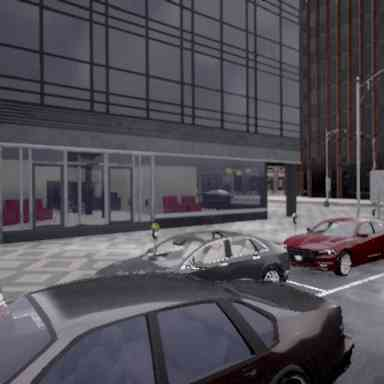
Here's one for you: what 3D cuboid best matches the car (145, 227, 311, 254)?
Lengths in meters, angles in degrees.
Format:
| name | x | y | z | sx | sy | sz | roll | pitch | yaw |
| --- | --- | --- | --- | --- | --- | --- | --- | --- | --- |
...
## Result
| name | x | y | z | sx | sy | sz | roll | pitch | yaw |
| --- | --- | --- | --- | --- | --- | --- | --- | --- | --- |
| car | 0.152 | 1.508 | 6.764 | 4.403 | 1.369 | 2.008 | -1 | 0 | -36 |

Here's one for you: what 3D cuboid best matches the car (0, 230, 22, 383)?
| name | x | y | z | sx | sy | sz | roll | pitch | yaw |
| --- | --- | --- | --- | --- | --- | --- | --- | --- | --- |
| car | -4.288 | 1.457 | 3.590 | 4.097 | 1.590 | 1.967 | -1 | 0 | -36 |

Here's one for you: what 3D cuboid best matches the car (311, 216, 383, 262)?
| name | x | y | z | sx | sy | sz | roll | pitch | yaw |
| --- | --- | --- | --- | --- | --- | --- | --- | --- | --- |
| car | 4.591 | 1.443 | 9.938 | 4.507 | 1.381 | 1.887 | -1 | 0 | -36 |

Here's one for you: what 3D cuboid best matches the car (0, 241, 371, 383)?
| name | x | y | z | sx | sy | sz | roll | pitch | yaw |
| --- | --- | --- | --- | --- | --- | --- | --- | --- | --- |
| car | -0.757 | 1.537 | 2.842 | 5.357 | 1.411 | 2.033 | -1 | 0 | -36 |
